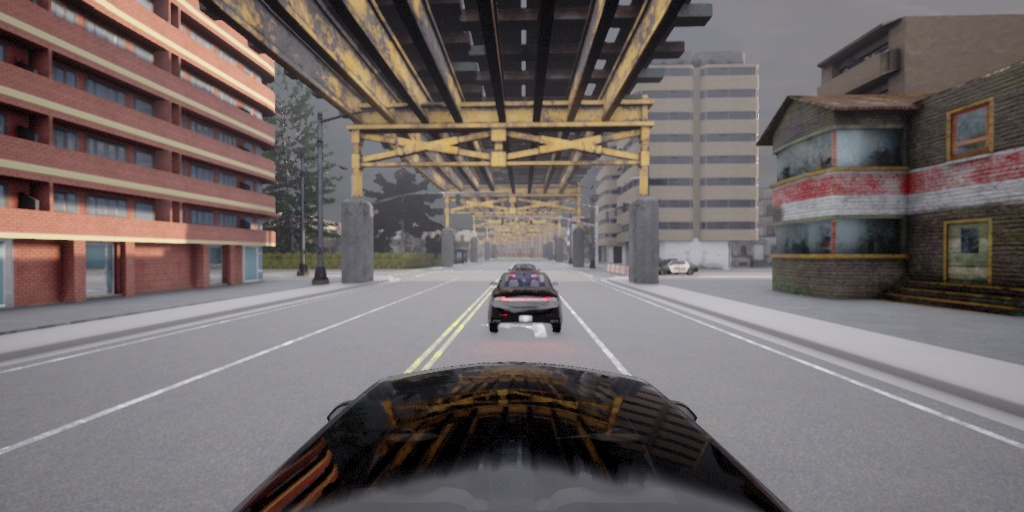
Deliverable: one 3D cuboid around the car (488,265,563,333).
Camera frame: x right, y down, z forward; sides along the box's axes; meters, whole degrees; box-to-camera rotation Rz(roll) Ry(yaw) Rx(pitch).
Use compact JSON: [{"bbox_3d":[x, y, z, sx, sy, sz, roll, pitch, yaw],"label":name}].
[{"bbox_3d":[0.363,1.194,10.567,2.128,1.511,4.902,0,0,1],"label":"car"}]
